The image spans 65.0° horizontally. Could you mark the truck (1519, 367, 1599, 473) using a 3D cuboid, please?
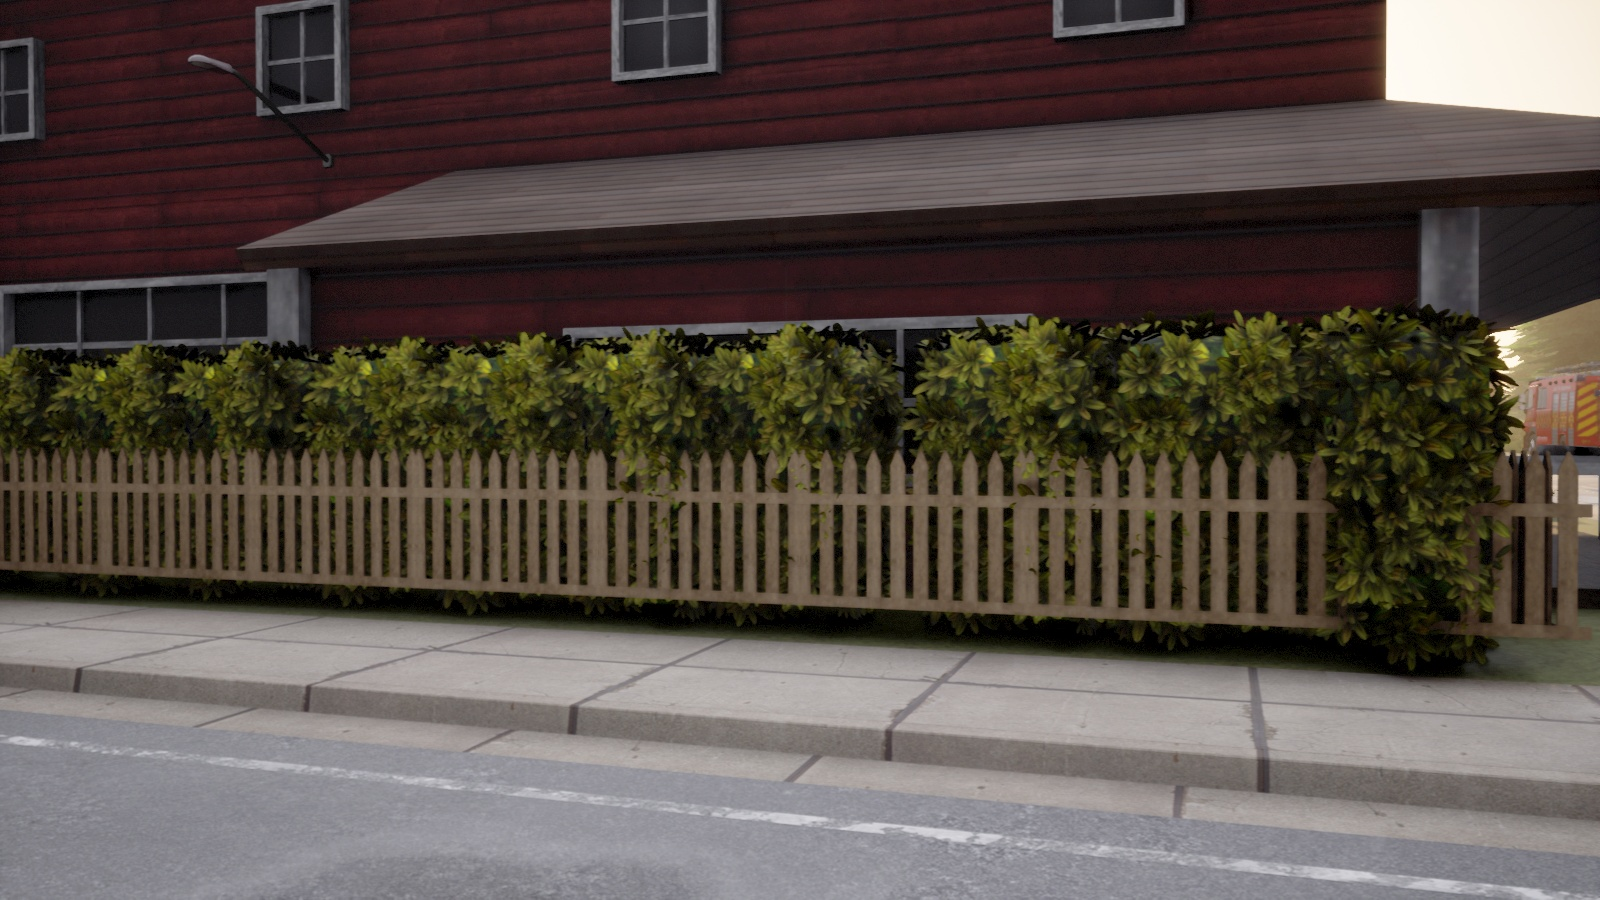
[{"bbox_3d":[30.899,-1.137,49.390,2.891,3.827,8.468,1,1,19],"label":"truck"}]
